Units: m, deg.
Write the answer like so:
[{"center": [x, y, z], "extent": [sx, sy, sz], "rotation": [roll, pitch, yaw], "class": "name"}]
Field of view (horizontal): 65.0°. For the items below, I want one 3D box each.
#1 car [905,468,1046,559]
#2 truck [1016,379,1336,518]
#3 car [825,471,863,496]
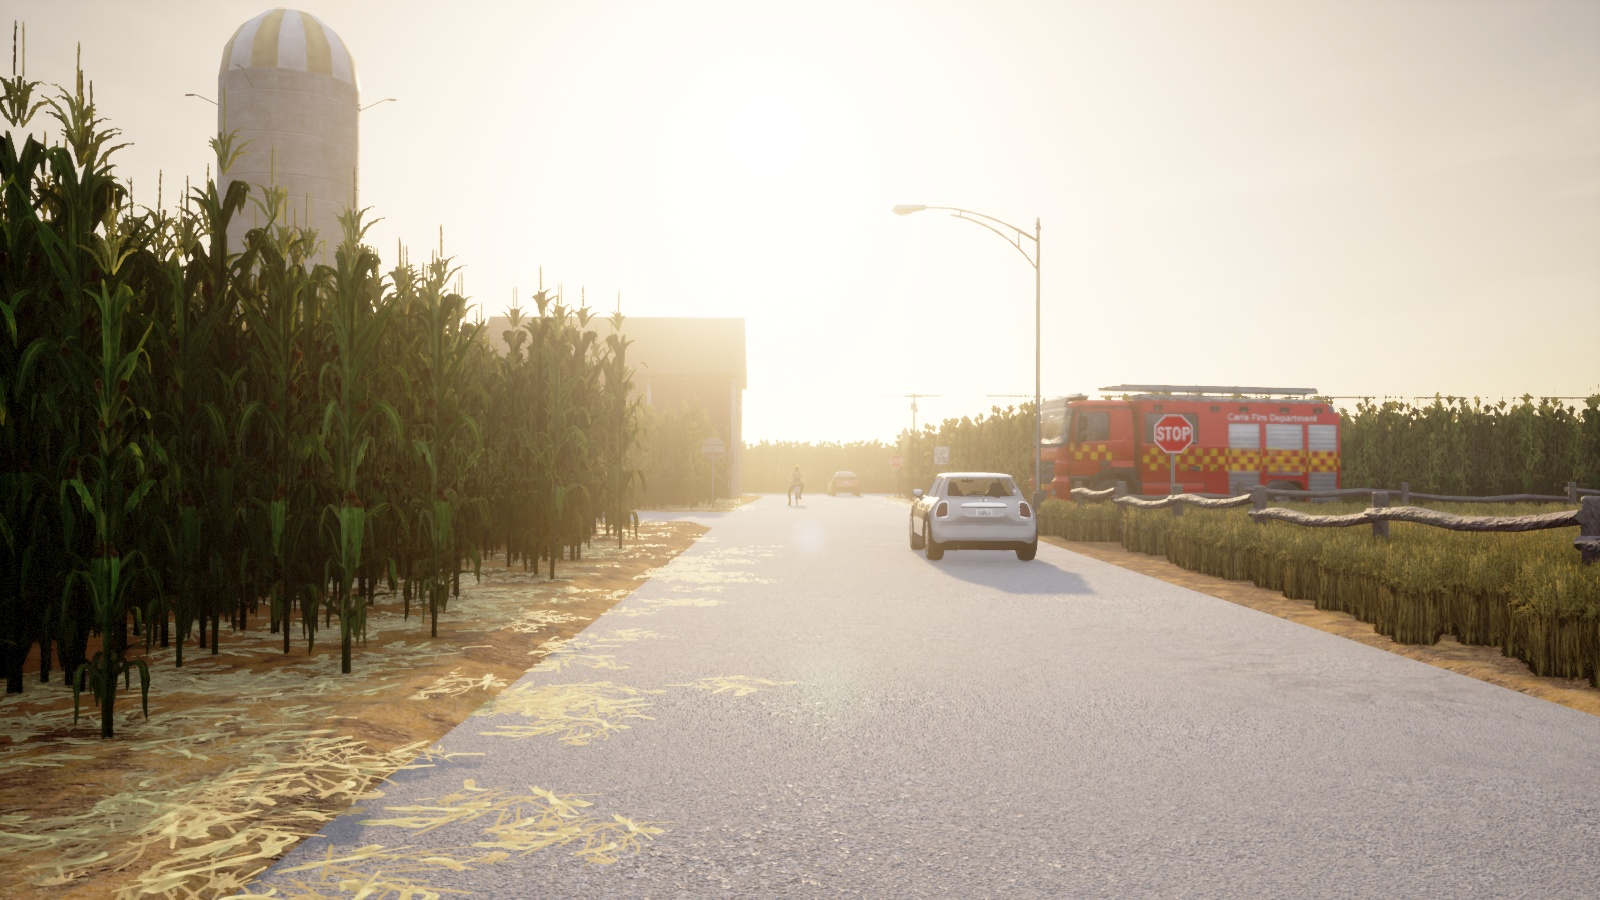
[{"center": [3.041, 1.071, 22.544], "extent": [1.970, 1.475, 3.806], "rotation": [0, -1, 0], "class": "car"}, {"center": [10.811, -0.001, 36.478], "extent": [8.468, 3.827, 2.891], "rotation": [0, -1, -7], "class": "truck"}, {"center": [2.779, 2.083, 79.567], "extent": [2.007, 1.525, 4.514], "rotation": [0, -1, -3], "class": "car"}]
